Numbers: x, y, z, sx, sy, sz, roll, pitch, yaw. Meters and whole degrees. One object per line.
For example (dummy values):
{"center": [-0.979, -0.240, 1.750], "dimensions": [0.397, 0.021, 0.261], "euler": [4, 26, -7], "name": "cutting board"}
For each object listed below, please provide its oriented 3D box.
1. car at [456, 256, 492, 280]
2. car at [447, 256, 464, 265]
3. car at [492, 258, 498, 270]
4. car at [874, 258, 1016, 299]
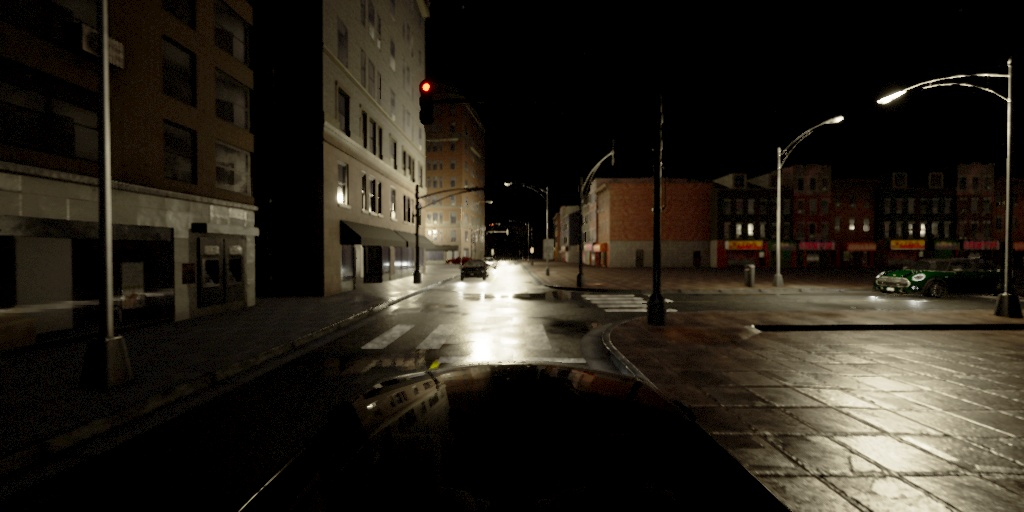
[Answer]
{"center": [-2.844, 1.007, 27.970], "dimensions": [1.882, 1.535, 5.008], "euler": [0, 1, 0], "name": "car"}
{"center": [-8.845, 0.767, 62.382], "dimensions": [5.008, 1.535, 1.882], "euler": [0, 1, 9], "name": "car"}
{"center": [-2.844, 0.929, 43.513], "dimensions": [1.812, 1.442, 4.674], "euler": [0, 1, 0], "name": "car"}
{"center": [19.218, 0.901, 16.094], "dimensions": [4.553, 1.767, 2.097], "euler": [0, 1, 0], "name": "car"}
